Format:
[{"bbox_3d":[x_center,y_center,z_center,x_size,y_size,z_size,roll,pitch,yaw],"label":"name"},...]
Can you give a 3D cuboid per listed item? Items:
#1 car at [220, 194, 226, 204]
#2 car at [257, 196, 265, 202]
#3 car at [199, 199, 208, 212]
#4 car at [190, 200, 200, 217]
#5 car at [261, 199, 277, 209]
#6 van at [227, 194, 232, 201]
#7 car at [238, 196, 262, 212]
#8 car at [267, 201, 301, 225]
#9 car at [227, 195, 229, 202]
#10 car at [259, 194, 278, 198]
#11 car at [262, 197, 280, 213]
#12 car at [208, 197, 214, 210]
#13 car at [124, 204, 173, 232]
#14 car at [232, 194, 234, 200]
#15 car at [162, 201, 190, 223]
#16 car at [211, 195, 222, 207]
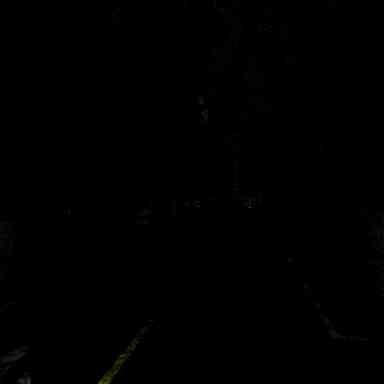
[{"bbox_3d":[4.207,1.390,58.829,2.192,1.841,5.009,0,0,10],"label":"car"},{"bbox_3d":[16.510,1.725,79.554,1.802,1.307,4.206,0,0,10],"label":"car"},{"bbox_3d":[0.267,1.554,36.443,1.752,1.417,4.829,0,0,10],"label":"car"},{"bbox_3d":[-0.681,1.602,31.057,1.802,1.307,4.206,0,0,10],"label":"car"},{"bbox_3d":[10.646,1.617,46.234,1.947,1.339,4.313,0,0,10],"label":"car"},{"bbox_3d":[8.116,1.484,81.045,1.690,1.788,3.998,0,0,10],"label":"van"},{"bbox_3d":[6.839,1.528,39.415,2.128,1.511,4.902,0,0,10],"label":"car"},{"bbox_3d":[6.737,1.579,24.020,1.947,1.339,4.313,0,0,10],"label":"car"},{"bbox_3d":[6.162,1.683,69.935,1.802,1.307,4.206,0,0,10],"label":"car"},{"bbox_3d":[9.669,1.355,40.682,2.192,1.841,5.009,0,0,10],"label":"car"},{"bbox_3d":[8.691,1.574,35.127,1.887,1.381,4.507,0,0,10],"label":"car"},{"bbox_3d":[1.274,1.605,42.166,1.947,1.339,4.313,0,0,10],"label":"car"},{"bbox_3d":[-2.636,1.589,19.949,1.802,1.307,4.206,0,0,10],"label":"car"},{"bbox_3d":[9.094,1.606,86.599,1.967,1.590,4.097,0,0,10],"label":"car"},{"bbox_3d":[-1.659,1.452,25.503,1.967,1.590,4.097,0,0,10],"label":"car"},{"bbox_3d":[3.229,1.607,53.274,1.887,1.381,4.507,0,0,10],"label":"car"}]
